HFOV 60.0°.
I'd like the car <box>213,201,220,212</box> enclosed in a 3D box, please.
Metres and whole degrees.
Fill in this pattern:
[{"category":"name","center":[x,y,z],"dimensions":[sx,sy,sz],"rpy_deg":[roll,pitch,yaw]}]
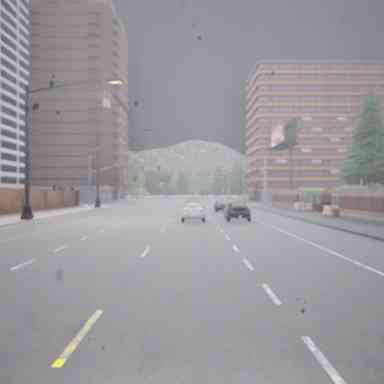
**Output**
[{"category":"car","center":[3.561,1.641,39.339],"dimensions":[1.895,1.301,4.718],"rpy_deg":[0,0,0]}]

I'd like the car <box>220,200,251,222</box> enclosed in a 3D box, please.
[{"category":"car","center":[3.578,1.533,26.971],"dimensions":[1.837,1.490,4.892],"rpy_deg":[0,0,0]}]

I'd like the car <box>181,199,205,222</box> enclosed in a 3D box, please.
[{"category":"car","center":[0.100,1.553,26.623],"dimensions":[1.812,1.442,4.674],"rpy_deg":[0,0,0]}]
